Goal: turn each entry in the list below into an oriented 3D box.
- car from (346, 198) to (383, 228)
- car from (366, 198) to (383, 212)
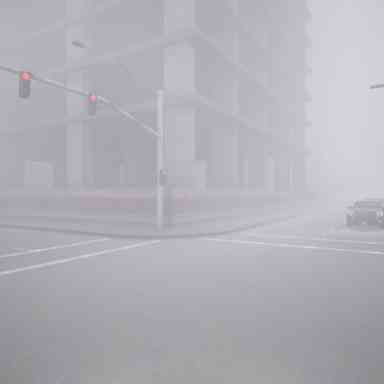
[{"bbox_3d":[11.569,1.330,22.006,2.097,1.767,4.553,0,0,31],"label":"car"},{"bbox_3d":[21.991,1.472,39.497,2.128,1.511,4.902,0,0,31],"label":"car"}]
